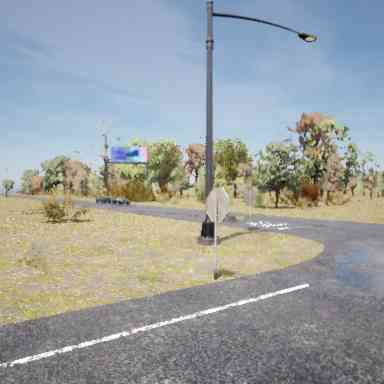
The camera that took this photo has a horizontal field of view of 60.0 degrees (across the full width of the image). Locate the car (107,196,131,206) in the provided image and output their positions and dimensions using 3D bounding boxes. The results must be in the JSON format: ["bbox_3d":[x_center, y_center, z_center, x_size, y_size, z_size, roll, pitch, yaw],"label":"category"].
[{"bbox_3d":[-11.751,1.498,54.220,1.895,1.301,4.718,0,0,-33],"label":"car"}]

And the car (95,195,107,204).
[{"bbox_3d":[-16.283,1.387,60.935,1.837,1.490,4.892,0,0,-34],"label":"car"}]
